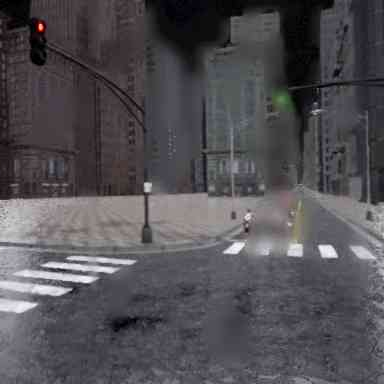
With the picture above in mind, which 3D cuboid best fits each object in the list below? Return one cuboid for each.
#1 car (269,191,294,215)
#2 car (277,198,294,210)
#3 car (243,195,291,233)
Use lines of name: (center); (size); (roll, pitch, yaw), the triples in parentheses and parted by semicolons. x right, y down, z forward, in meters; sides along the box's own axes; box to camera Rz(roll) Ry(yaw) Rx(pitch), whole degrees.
car: (7.627, 1.099, 29.152); (2.150, 2.045, 5.566); (-1, 0, 18)
car: (11.711, 1.410, 41.542); (1.895, 1.301, 4.718); (-1, 0, 18)
car: (4.289, 1.284, 19.044); (2.097, 1.767, 4.553); (-1, 0, 19)
